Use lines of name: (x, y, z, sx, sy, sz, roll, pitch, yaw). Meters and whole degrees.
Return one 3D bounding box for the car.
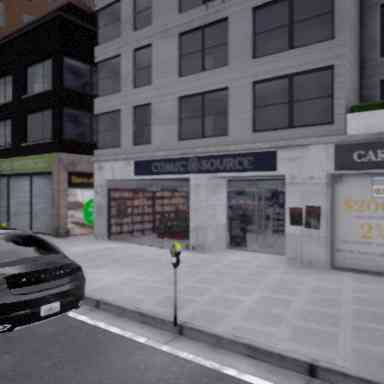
car: (-4.067, 1.472, 6.339, 4.892, 1.490, 1.837, 0, 0, 36)
